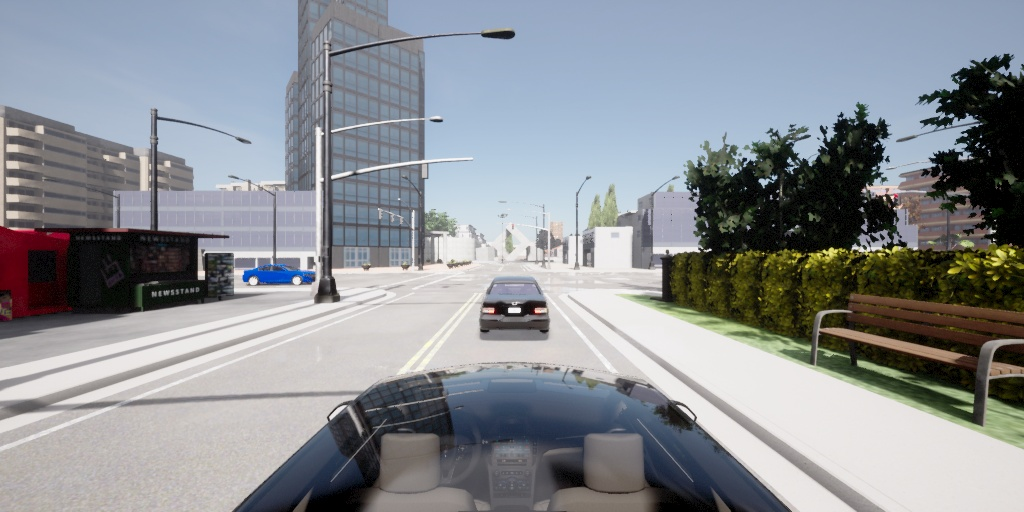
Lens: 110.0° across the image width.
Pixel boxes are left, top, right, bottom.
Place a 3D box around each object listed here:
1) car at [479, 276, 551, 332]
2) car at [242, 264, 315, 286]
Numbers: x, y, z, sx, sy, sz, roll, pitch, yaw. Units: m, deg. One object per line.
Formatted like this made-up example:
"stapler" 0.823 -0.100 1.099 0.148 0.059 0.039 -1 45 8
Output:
"car" 0.070 1.297 10.756 2.033 1.411 5.357 0 0 0
"car" -16.776 1.336 26.166 5.008 1.535 1.882 -1 0 0
